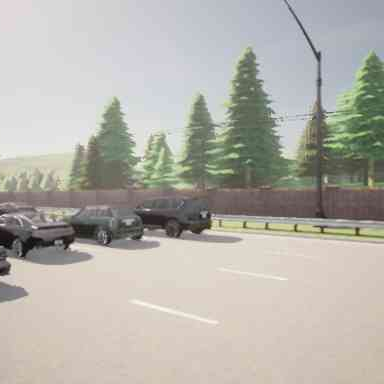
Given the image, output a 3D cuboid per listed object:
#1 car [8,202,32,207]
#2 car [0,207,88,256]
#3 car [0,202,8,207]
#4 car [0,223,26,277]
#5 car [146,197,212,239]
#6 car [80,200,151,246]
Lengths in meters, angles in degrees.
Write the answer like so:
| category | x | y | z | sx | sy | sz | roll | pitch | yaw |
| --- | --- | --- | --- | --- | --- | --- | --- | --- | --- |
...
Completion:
| category | x | y | z | sx | sy | sz | roll | pitch | yaw |
| --- | --- | --- | --- | --- | --- | --- | --- | --- | --- |
| car | -14.719 | 1.580 | 27.306 | 4.902 | 1.511 | 2.128 | 0 | 0 | 36 |
| car | -6.560 | 1.532 | 12.897 | 4.902 | 1.511 | 2.128 | 0 | 0 | 36 |
| car | -15.807 | 1.307 | 23.772 | 5.566 | 2.045 | 2.150 | 0 | 0 | 36 |
| car | -6.836 | 1.581 | 8.773 | 5.357 | 1.411 | 2.033 | 0 | 0 | 36 |
| car | -1.565 | 1.260 | 17.920 | 5.566 | 2.045 | 2.150 | 0 | 0 | 36 |
| car | -4.468 | 1.392 | 15.704 | 4.553 | 1.767 | 2.097 | 0 | 0 | 36 |
